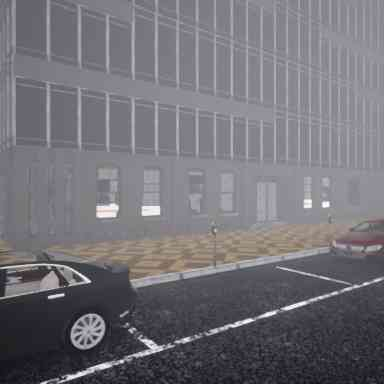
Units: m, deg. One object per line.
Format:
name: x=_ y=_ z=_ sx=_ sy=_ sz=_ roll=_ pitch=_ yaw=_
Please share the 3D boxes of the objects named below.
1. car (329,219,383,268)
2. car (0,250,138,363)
car: x=6.353 y=1.581 z=11.111 sx=4.206 sy=1.307 sz=1.802 roll=0 pitch=0 yaw=-36
car: x=-2.906 y=1.551 z=4.487 sx=4.403 sy=1.369 sz=2.008 roll=0 pitch=0 yaw=-36
